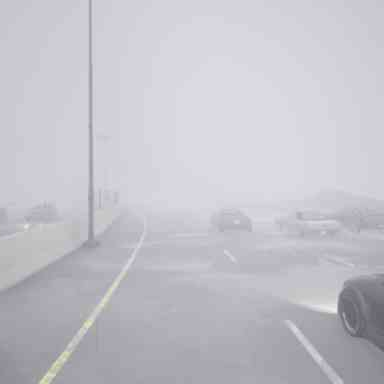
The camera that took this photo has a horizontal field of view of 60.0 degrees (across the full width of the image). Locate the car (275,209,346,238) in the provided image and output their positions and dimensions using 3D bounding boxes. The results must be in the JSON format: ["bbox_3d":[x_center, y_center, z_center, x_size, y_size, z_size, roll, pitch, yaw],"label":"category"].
[{"bbox_3d":[6.159,1.688,18.310,1.895,1.301,4.718,0,0,-5],"label":"car"}]

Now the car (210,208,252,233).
[{"bbox_3d":[2.347,1.694,20.850,1.994,1.385,4.181,0,0,-6],"label":"car"}]

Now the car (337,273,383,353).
[{"bbox_3d":[3.478,1.570,3.995,1.994,1.385,4.181,0,0,-1],"label":"car"}]

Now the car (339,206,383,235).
[{"bbox_3d":[9.525,1.565,19.535,2.128,1.511,4.902,0,0,-6],"label":"car"}]
